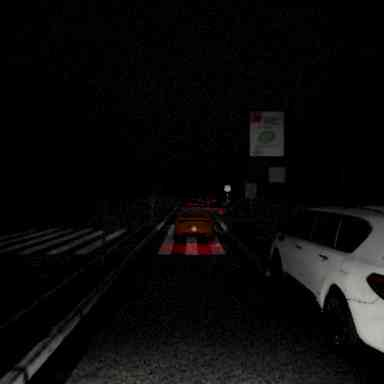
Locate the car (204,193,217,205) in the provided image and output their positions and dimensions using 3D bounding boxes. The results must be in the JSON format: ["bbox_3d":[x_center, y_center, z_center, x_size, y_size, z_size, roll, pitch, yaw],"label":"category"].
[{"bbox_3d":[2.912,1.064,52.973,1.882,1.535,5.008,0,2,0],"label":"car"}]

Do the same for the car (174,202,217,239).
[{"bbox_3d":[0.096,1.492,17.323,1.882,1.535,5.008,0,0,0],"label":"car"}]

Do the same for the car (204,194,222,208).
[{"bbox_3d":[2.914,1.160,45.054,2.097,1.767,4.553,0,2,0],"label":"car"}]

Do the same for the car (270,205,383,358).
[{"bbox_3d":[3.048,1.237,6.159,2.435,2.045,5.566,0,0,0],"label":"car"}]

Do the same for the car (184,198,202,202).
[{"bbox_3d":[0.091,1.468,38.807,1.837,1.490,4.892,0,1,0],"label":"car"}]
